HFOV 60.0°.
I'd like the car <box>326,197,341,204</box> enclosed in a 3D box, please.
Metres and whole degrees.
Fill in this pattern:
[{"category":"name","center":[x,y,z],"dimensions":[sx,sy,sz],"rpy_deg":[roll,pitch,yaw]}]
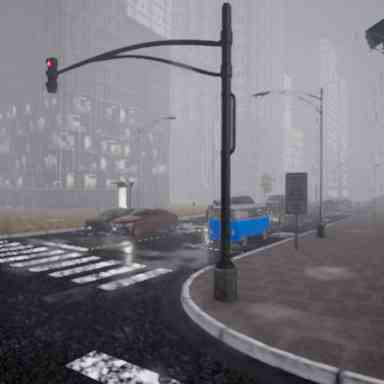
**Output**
[{"category":"car","center":[30.121,1.721,70.606],"dimensions":[2.008,1.369,4.403],"rpy_deg":[0,0,35]}]

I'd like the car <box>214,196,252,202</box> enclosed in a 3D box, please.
[{"category":"car","center":[3.271,1.336,27.312],"dimensions":[2.150,2.045,5.566],"rpy_deg":[0,0,35]}]

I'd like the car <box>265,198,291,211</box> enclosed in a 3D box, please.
[{"category":"car","center":[11.212,1.561,43.322],"dimensions":[1.967,1.590,4.097],"rpy_deg":[0,0,35]}]

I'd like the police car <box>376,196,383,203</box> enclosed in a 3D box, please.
[{"category":"police car","center":[42.351,1.652,74.108],"dimensions":[1.930,1.638,5.238],"rpy_deg":[0,0,35]}]

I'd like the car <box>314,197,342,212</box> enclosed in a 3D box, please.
[{"category":"car","center":[16.853,1.676,41.394],"dimensions":[1.812,1.442,4.674],"rpy_deg":[0,0,35]}]

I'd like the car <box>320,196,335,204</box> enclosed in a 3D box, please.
[{"category":"car","center":[26.971,1.601,66.060],"dimensions":[1.967,1.590,4.097],"rpy_deg":[0,0,35]}]

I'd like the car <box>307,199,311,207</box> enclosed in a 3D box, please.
[{"category":"car","center":[17.419,1.660,52.278],"dimensions":[1.752,1.417,4.829],"rpy_deg":[0,0,35]}]

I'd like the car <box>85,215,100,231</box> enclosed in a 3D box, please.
[{"category":"car","center":[-4.545,1.660,20.587],"dimensions":[1.947,1.339,4.313],"rpy_deg":[0,0,35]}]

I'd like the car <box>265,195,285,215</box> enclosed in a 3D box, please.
[{"category":"car","center":[9.366,1.347,36.082],"dimensions":[2.150,2.045,5.566],"rpy_deg":[0,0,36]}]

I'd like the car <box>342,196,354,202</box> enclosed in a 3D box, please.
[{"category":"car","center":[39.479,1.727,84.108],"dimensions":[1.752,1.417,4.829],"rpy_deg":[0,0,35]}]

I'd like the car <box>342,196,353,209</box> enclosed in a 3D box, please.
[{"category":"car","center":[22.653,1.655,49.840],"dimensions":[2.128,1.511,4.902],"rpy_deg":[0,0,35]}]

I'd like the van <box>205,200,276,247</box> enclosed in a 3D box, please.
[{"category":"van","center":[2.344,1.476,15.812],"dimensions":[1.690,1.788,3.998],"rpy_deg":[0,0,35]}]

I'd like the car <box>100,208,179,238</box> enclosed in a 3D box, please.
[{"category":"car","center":[-2.584,1.632,18.865],"dimensions":[1.812,1.442,4.674],"rpy_deg":[0,0,36]}]

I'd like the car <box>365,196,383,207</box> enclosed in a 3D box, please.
[{"category":"car","center":[30.706,1.743,56.738],"dimensions":[2.008,1.369,4.403],"rpy_deg":[0,0,35]}]
